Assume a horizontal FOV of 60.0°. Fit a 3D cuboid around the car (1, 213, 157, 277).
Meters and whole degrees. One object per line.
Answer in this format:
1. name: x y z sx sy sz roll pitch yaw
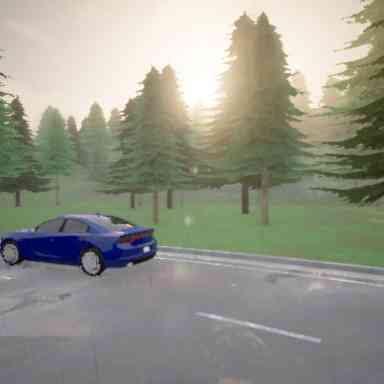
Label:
1. car: -3.429 1.363 9.813 5.008 1.535 1.882 0 1 26
